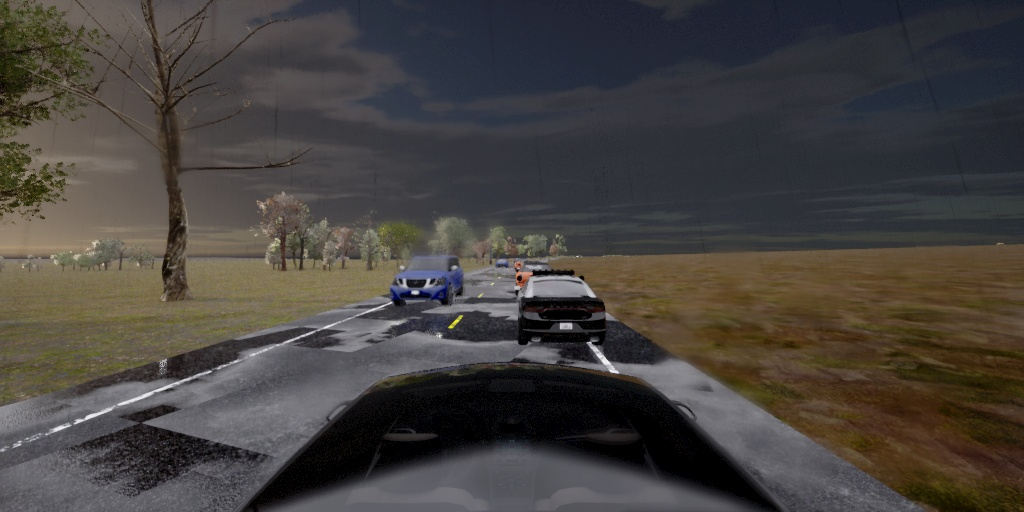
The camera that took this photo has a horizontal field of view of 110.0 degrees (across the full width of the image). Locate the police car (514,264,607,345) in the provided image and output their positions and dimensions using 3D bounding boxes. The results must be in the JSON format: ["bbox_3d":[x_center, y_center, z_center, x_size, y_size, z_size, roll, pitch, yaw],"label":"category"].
[{"bbox_3d":[1.089,1.175,9.626,1.930,1.638,5.238,0,0,1],"label":"police car"}]

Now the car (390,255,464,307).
[{"bbox_3d":[-3.462,0.972,15.761,2.150,2.045,5.566,0,0,1],"label":"car"}]

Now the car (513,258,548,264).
[{"bbox_3d":[1.246,1.101,19.451,2.097,1.767,4.553,0,0,1],"label":"car"}]

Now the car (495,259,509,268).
[{"bbox_3d":[-1.592,1.213,58.764,1.882,1.535,5.008,0,0,4],"label":"car"}]

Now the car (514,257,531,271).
[{"bbox_3d":[1.535,1.092,50.766,2.097,1.767,4.553,0,0,4],"label":"car"}]
